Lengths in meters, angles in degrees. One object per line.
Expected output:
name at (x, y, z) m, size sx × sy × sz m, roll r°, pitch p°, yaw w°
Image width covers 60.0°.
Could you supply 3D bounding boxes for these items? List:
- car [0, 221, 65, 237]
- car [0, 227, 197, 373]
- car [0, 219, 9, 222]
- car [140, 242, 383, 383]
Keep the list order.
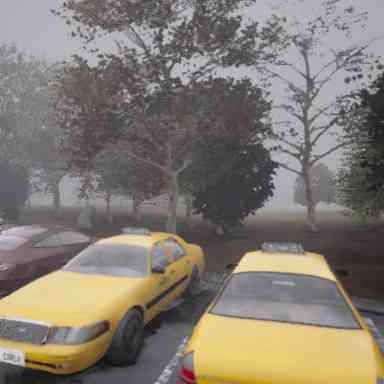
car at (-3.517, 1.525, 8.113) m, size 2.002 × 1.452 × 4.674 m, roll 0°, pitch -1°, yaw 17°
car at (-1.178, 1.480, 6.179) m, size 1.946 × 1.575 × 5.366 m, roll 1°, pitch -1°, yaw 16°
car at (-5.891, 1.524, 9.883) m, size 2.002 × 1.452 × 4.674 m, roll 0°, pitch -1°, yaw 17°
car at (1.313, 1.485, 4.792) m, size 1.946 × 1.575 × 5.366 m, roll 0°, pitch -1°, yaw 16°
